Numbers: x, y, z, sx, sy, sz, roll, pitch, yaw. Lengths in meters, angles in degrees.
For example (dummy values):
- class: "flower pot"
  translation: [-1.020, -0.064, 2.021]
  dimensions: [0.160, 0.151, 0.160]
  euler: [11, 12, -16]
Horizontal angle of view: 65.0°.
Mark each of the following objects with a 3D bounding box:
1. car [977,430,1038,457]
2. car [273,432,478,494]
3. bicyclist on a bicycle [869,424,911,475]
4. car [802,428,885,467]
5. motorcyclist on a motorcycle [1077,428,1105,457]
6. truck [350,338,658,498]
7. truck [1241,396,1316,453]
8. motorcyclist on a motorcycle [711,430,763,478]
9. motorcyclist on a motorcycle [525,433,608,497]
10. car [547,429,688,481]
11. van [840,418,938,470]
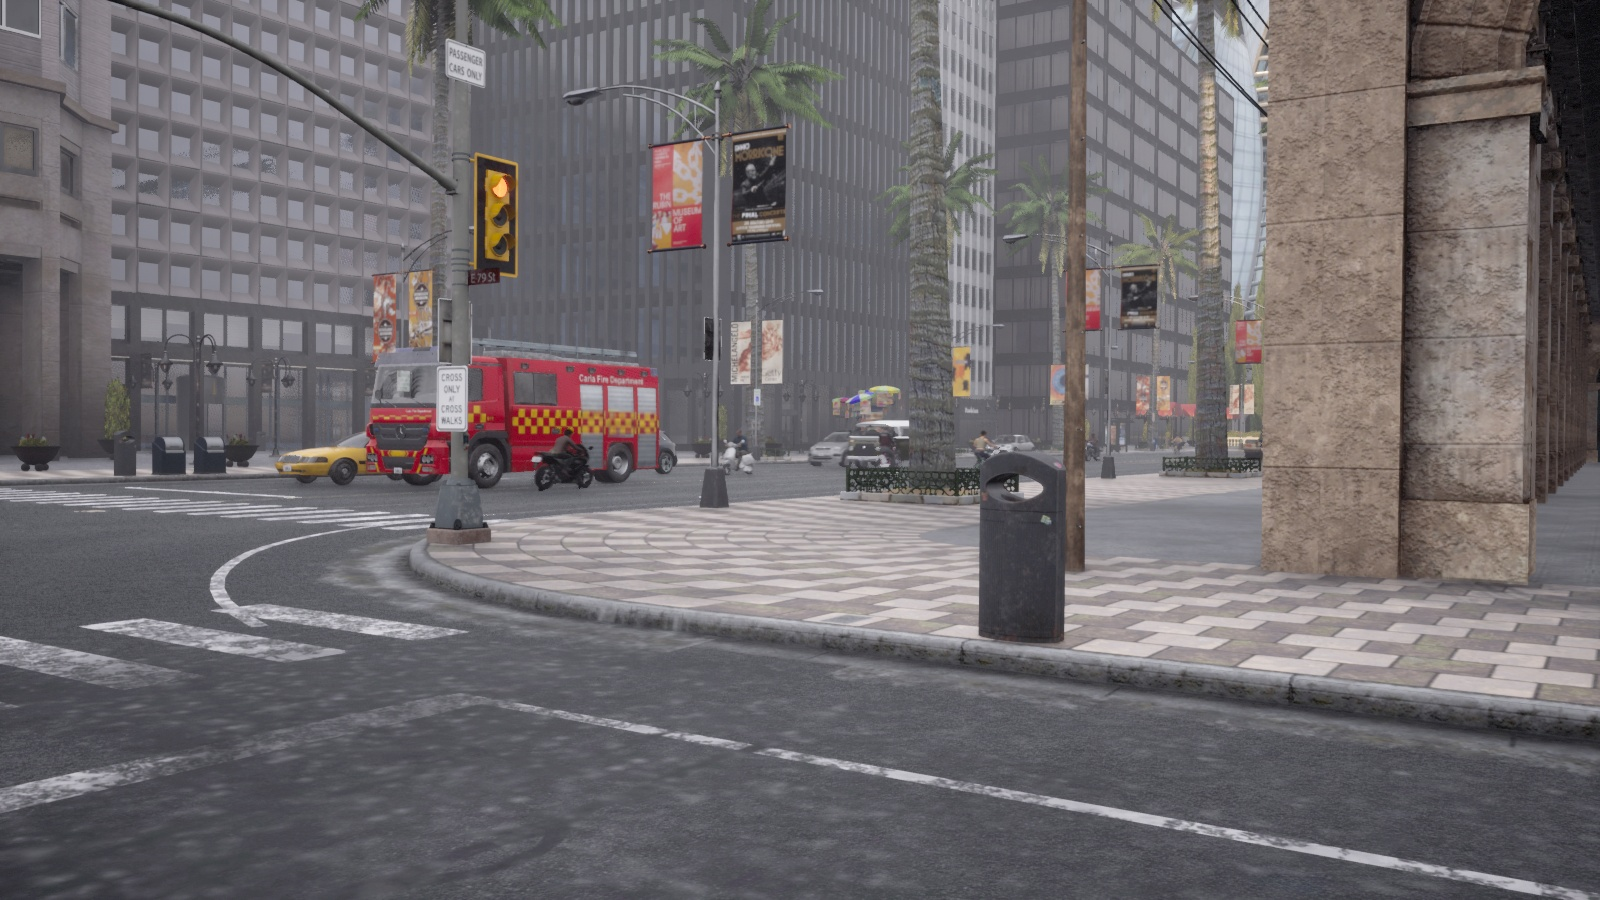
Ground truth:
- class: "car"
  translation: [11.621, -0.366, 70.155]
  dimensions: [1.970, 1.475, 3.806]
  euler: [0, 1, 33]
- class: "car"
  translation: [-11.593, 0.301, 34.719]
  dimensions: [1.801, 1.575, 5.366]
  euler: [0, 1, 34]
- class: "bicyclist on a bicycle"
  translation: [3.204, -0.034, 44.448]
  dimensions: [0.659, 1.776, 1.843]
  euler: [0, 1, 33]
- class: "car"
  translation: [1.959, -0.142, 55.246]
  dimensions: [1.851, 1.617, 3.988]
  euler: [0, 1, 33]
- class: "motorcyclist on a motorcycle"
  translation: [16.531, -0.441, 71.309]
  dimensions: [0.766, 1.649, 2.350]
  euler: [0, 1, 33]
- class: "truck"
  translation: [-7.730, -0.831, 34.274]
  dimensions: [2.891, 3.827, 8.468]
  euler: [0, 1, 33]
- class: "truck"
  translation: [30.665, -1.625, 80.321]
  dimensions: [2.891, 3.462, 7.936]
  euler: [0, 1, 33]
- class: "motorcyclist on a motorcycle"
  translation: [-2.131, 0.121, 42.731]
  dimensions: [0.866, 1.590, 1.817]
  euler: [0, 1, 33]
- class: "motorcyclist on a motorcycle"
  translation: [-5.733, 0.343, 30.922]
  dimensions: [0.797, 1.523, 2.044]
  euler: [0, 1, 33]
- class: "car"
  translation: [-6.172, 0.131, 42.967]
  dimensions: [2.033, 1.649, 4.856]
  euler: [0, 1, 34]
- class: "van"
  translation: [3.691, -0.282, 51.528]
  dimensions: [2.069, 2.038, 4.480]
  euler: [0, 1, 34]
